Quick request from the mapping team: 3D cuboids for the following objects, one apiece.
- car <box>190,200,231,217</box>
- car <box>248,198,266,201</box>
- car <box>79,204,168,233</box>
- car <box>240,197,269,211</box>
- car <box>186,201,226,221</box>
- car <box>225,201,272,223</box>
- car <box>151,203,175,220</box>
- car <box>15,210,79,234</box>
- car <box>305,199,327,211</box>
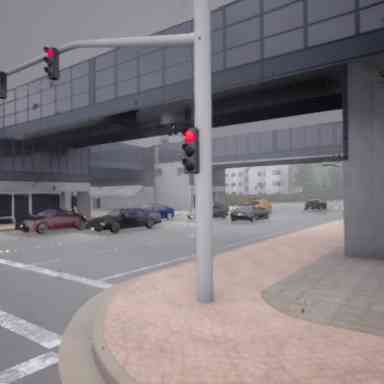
[{"bbox_3d":[2.129,1.732,36.097,2.128,1.511,4.902,-1,0,36],"label":"car"},{"bbox_3d":[7.247,1.672,37.171,1.882,1.535,5.008,-1,-1,36],"label":"car"},{"bbox_3d":[-4.221,1.748,21.424,2.033,1.411,5.357,-1,-1,36],"label":"car"},{"bbox_3d":[8.511,1.589,44.810,2.097,1.767,4.553,-1,0,36],"label":"car"},{"bbox_3d":[1.404,1.723,29.145,1.812,1.442,4.674,-1,-1,36],"label":"car"},{"bbox_3d":[4.903,1.713,27.677,1.994,1.385,4.181,-1,-1,36],"label":"car"},{"bbox_3d":[-3.526,1.722,28.331,1.882,1.535,5.008,-1,-1,36],"label":"car"},{"bbox_3d":[-8.808,1.811,21.064,1.994,1.385,4.181,-1,0,36],"label":"car"},{"bbox_3d":[16.036,1.648,42.991,1.837,1.490,4.892,-1,-1,36],"label":"car"}]
